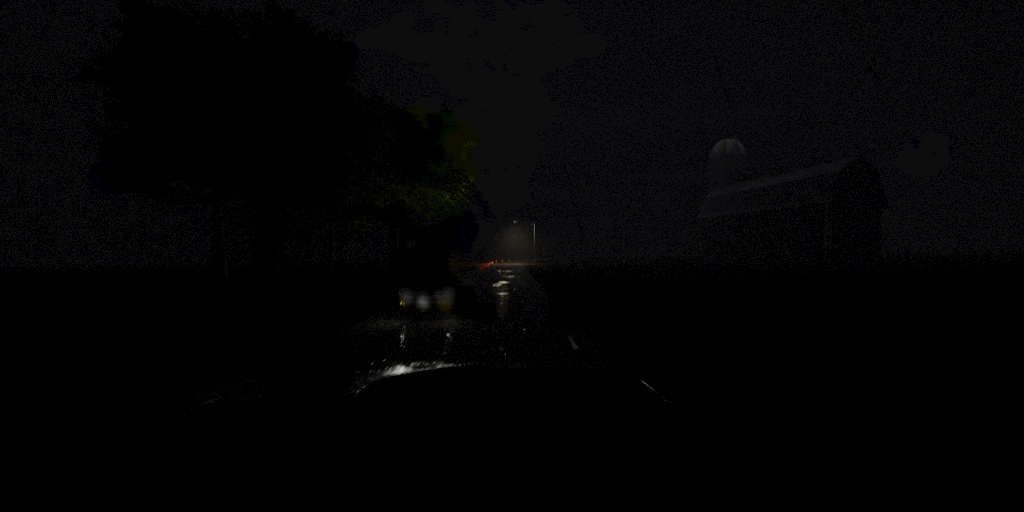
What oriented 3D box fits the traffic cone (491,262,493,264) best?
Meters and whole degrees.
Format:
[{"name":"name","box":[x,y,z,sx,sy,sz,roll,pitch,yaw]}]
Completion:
[{"name":"traffic cone","box":[-3.789,1.204,60.671,0.340,0.580,0.340,0,0,0]}]

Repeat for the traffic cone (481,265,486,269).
[{"name":"traffic cone","box":[-3.805,1.421,45.673,0.340,0.580,0.340,0,0,0]}]

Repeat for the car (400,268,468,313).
[{"name":"car","box":[-2.838,1.240,13.881,1.837,1.490,4.892,0,0,0]}]
